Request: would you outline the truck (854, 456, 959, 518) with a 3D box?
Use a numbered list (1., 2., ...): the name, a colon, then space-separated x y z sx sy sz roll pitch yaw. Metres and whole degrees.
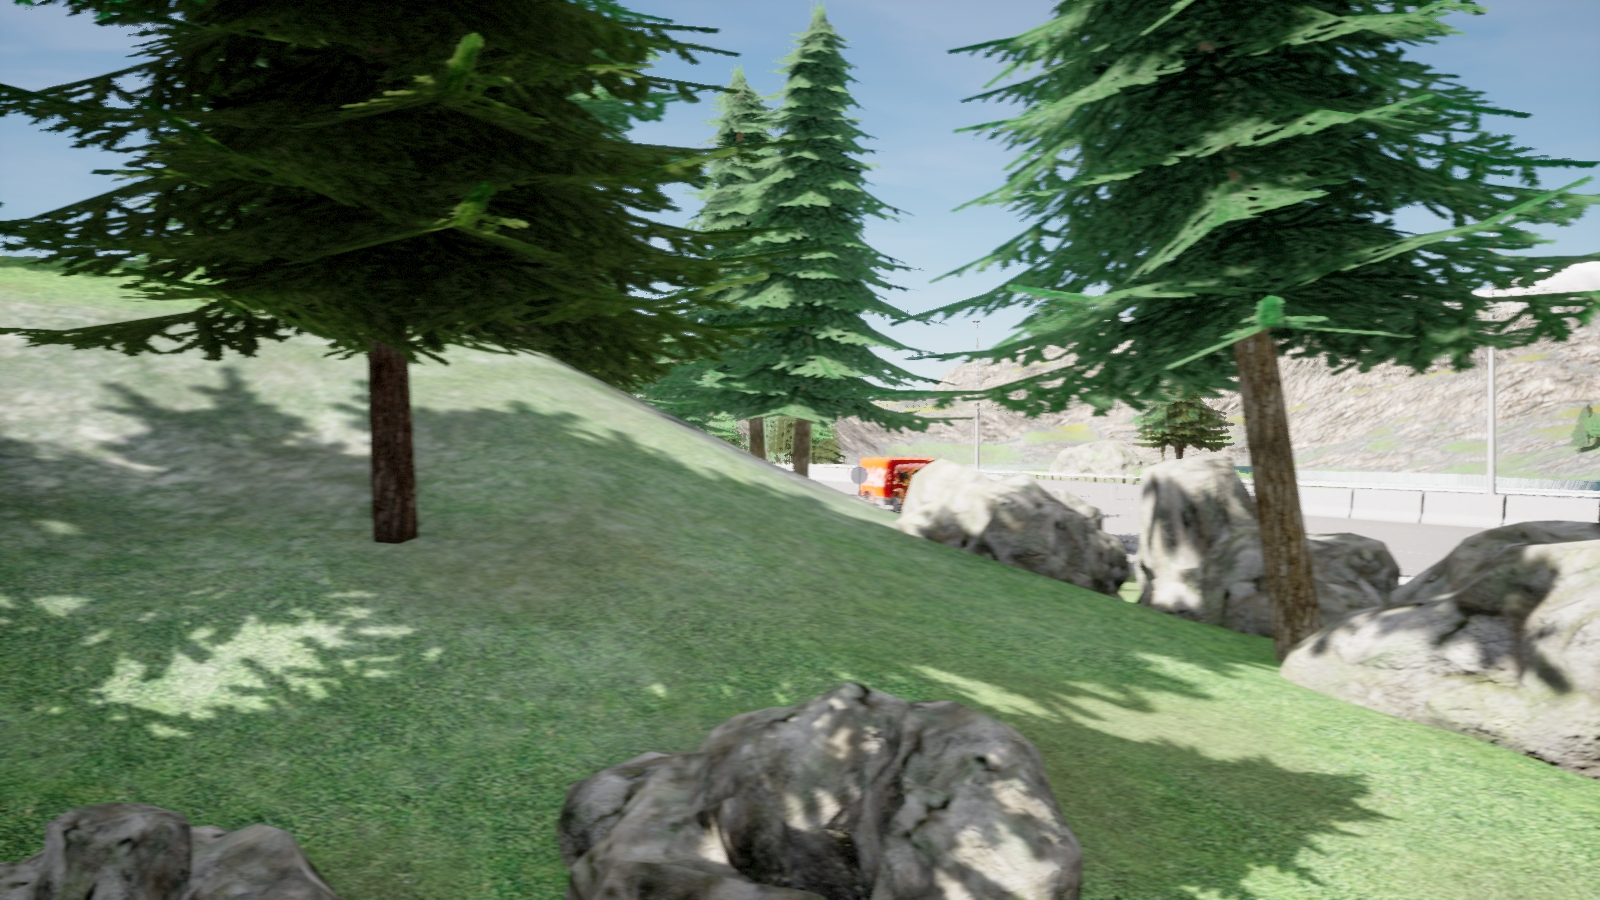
1. truck: 4.571 1.546 49.968 2.627 2.467 5.204 0 0 -19
